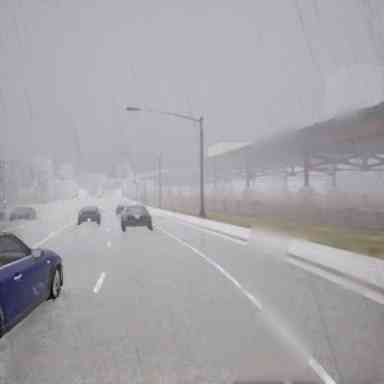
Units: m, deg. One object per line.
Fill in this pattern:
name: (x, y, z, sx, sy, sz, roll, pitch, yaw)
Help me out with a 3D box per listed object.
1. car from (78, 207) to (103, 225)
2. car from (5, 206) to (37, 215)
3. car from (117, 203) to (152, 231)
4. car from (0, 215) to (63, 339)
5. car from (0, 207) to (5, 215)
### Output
car: (-9.117, 2.074, 29.896, 1.837, 1.490, 4.892, -1, 0, -14)
car: (-17.804, 2.288, 35.191, 1.837, 1.490, 4.892, -1, -1, -14)
car: (-4.195, 1.762, 24.467, 2.097, 1.767, 4.553, -1, -1, -14)
car: (-3.889, 1.483, 5.882, 2.097, 1.767, 4.553, -1, -1, -6)
car: (-21.508, 2.338, 35.628, 2.128, 1.511, 4.902, -1, -1, -14)
